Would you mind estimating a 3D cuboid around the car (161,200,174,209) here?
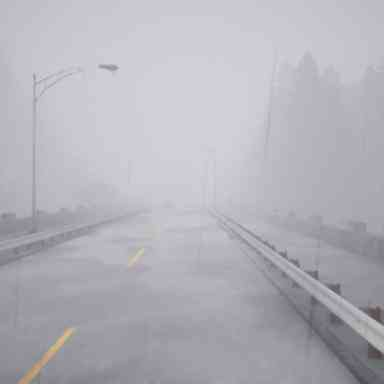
[{"bbox_3d":[-4.020,2.058,55.612,2.033,1.411,5.357,0,-1,0],"label":"car"}]
